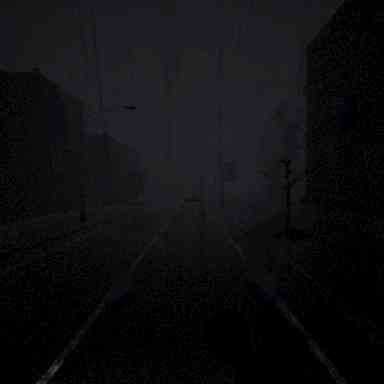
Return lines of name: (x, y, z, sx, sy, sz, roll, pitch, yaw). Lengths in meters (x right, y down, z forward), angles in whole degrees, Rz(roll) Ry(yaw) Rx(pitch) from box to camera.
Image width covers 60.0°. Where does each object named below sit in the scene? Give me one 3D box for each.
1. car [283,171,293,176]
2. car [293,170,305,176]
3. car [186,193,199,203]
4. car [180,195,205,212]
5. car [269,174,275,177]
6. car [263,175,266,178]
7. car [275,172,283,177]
car: (23.040, -4.137, 75.426, 2.185, 1.767, 4.553, 0, 1, -5)
car: (23.650, -3.852, 69.735, 2.163, 1.488, 4.792, 0, 1, -6)
car: (0.085, 0.908, 51.409, 2.033, 1.411, 5.357, 0, 0, 0)
car: (0.041, 0.968, 25.406, 1.801, 1.575, 5.366, 0, 0, 0)
car: (22.238, -4.224, 86.470, 2.002, 1.452, 4.674, 0, 1, -2)
car: (22.013, -4.386, 92.011, 2.231, 1.521, 4.892, 0, 1, -1)
car: (22.581, -4.138, 80.932, 2.097, 1.535, 5.008, 0, 1, -4)
